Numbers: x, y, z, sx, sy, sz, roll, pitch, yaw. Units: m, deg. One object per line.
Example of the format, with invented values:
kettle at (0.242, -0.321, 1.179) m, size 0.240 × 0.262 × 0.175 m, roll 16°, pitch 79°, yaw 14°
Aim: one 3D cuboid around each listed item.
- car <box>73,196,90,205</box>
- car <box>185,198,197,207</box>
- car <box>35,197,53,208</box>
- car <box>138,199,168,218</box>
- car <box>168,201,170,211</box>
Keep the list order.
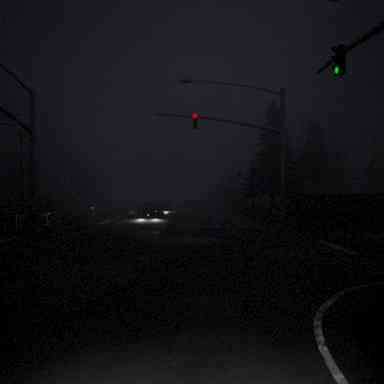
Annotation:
car at (-17.600, 1.374, 53.010) m, size 1.845 × 1.501 × 3.633 m, roll 0°, pitch 0°, yaw 0°
car at (-0.139, 1.601, 51.236) m, size 1.895 × 1.301 × 4.718 m, roll 0°, pitch 0°, yaw 0°
car at (-20.633, 1.384, 45.611) m, size 1.970 × 1.475 × 3.806 m, roll 0°, pitch 0°, yaw 0°
car at (-3.684, 1.547, 30.582) m, size 2.033 × 1.411 × 5.357 m, roll 0°, pitch 0°, yaw 0°
car at (-3.706, 1.548, 41.591) m, size 2.033 × 1.411 × 5.357 m, roll 0°, pitch 0°, yaw 0°
